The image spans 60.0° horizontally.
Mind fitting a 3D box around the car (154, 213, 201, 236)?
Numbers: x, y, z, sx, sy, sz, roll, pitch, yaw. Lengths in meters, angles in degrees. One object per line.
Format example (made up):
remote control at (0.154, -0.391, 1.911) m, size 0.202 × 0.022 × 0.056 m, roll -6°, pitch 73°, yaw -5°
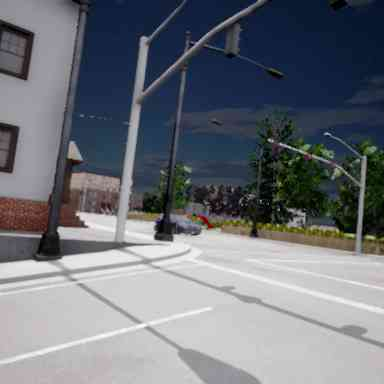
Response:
car at (-1.185, 2.582, 27.596) m, size 2.097 × 1.767 × 4.553 m, roll 10°, pitch -6°, yaw -36°
